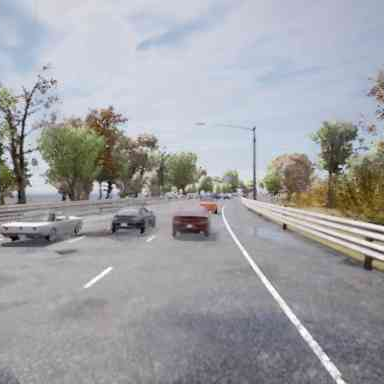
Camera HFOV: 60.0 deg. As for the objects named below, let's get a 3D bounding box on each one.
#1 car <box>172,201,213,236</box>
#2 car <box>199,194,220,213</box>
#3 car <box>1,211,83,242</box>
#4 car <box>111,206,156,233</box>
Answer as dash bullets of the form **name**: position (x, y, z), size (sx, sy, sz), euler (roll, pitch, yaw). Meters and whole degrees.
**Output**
- **car**: position (0.064, 1.480, 18.351), size (1.882, 1.535, 5.008), euler (0, 0, 4)
- **car**: position (1.745, 1.363, 36.538), size (2.097, 1.767, 4.553), euler (0, 0, 5)
- **car**: position (-7.099, 1.608, 16.450), size (1.895, 1.301, 4.718), euler (0, 0, 4)
- **car**: position (-3.355, 1.531, 19.554), size (1.812, 1.442, 4.674), euler (0, 0, 4)
